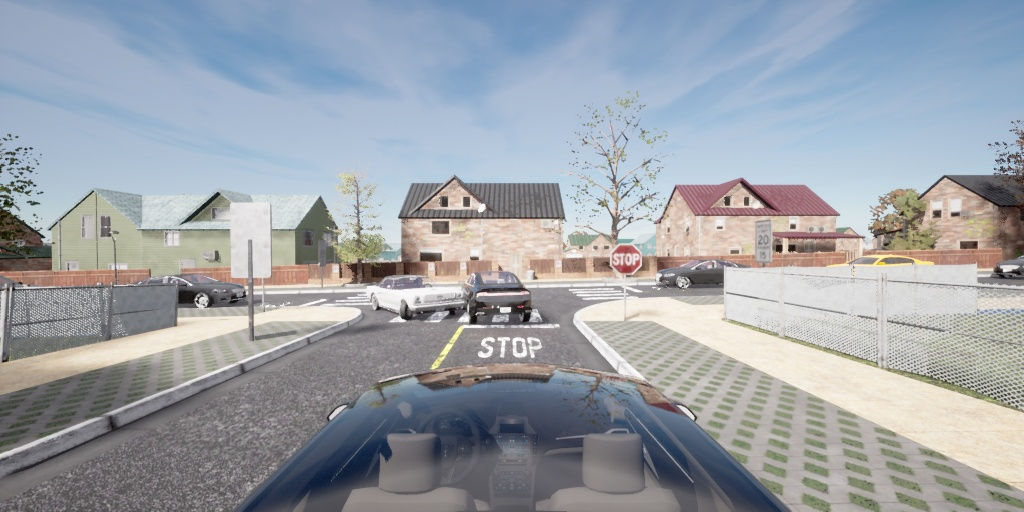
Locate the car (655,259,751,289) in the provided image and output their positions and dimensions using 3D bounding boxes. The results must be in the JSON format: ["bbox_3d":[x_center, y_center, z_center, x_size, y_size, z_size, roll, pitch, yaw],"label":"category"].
[{"bbox_3d":[10.335,0.926,19.426,4.902,1.511,2.128,-1,1,0],"label":"car"}]

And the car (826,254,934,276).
[{"bbox_3d":[19.765,0.690,19.460,5.008,1.535,1.882,-1,1,-1],"label":"car"}]

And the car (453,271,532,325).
[{"bbox_3d":[-0.683,1.242,12.020,2.128,1.511,4.902,0,0,-12],"label":"car"}]

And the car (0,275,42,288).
[{"bbox_3d":[-24.236,1.648,16.340,4.553,1.767,2.097,-1,1,0],"label":"car"}]

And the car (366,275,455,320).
[{"bbox_3d":[-3.600,1.368,12.880,1.895,1.301,4.718,0,0,-38],"label":"car"}]

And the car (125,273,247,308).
[{"bbox_3d":[-14.899,1.566,16.378,4.902,1.511,2.128,-1,1,0],"label":"car"}]

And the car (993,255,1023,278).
[{"bbox_3d":[29.390,0.478,19.494,4.902,1.511,2.128,-1,1,0],"label":"car"}]
